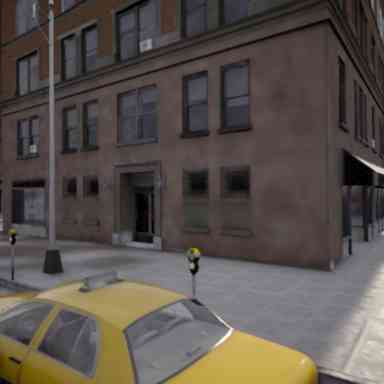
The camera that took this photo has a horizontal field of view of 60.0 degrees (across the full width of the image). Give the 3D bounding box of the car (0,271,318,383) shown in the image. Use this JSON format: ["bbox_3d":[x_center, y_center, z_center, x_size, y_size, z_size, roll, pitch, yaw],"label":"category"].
[{"bbox_3d":[-1.159,1.554,3.636,4.829,1.417,1.752,-1,0,35],"label":"car"}]
